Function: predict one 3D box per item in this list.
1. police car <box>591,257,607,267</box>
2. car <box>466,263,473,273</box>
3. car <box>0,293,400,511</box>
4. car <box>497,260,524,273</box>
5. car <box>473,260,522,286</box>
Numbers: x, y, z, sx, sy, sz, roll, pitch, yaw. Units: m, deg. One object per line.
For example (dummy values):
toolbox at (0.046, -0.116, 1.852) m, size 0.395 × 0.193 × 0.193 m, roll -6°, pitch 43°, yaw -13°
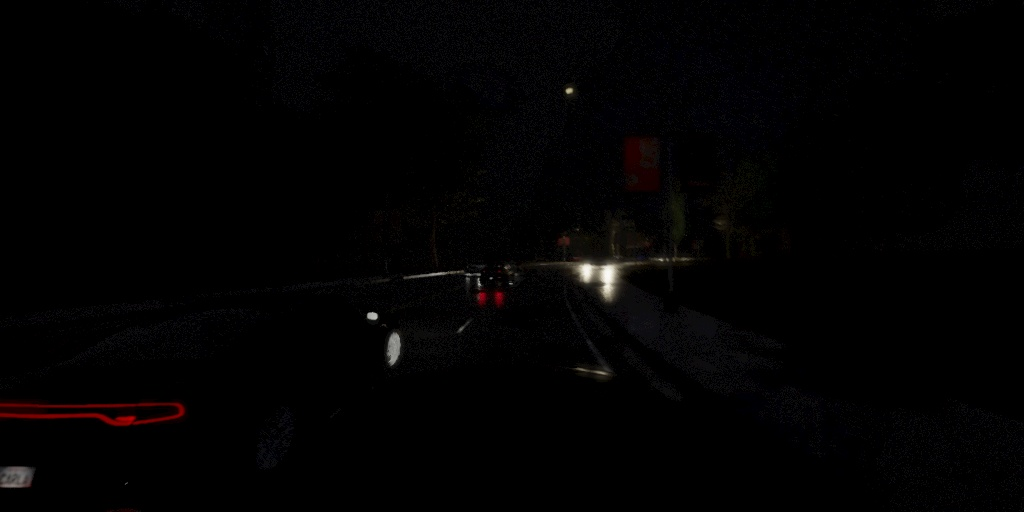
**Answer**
police car at (14.380, 0.975, 59.040) m, size 1.930 × 1.638 × 5.238 m, roll 0°, pitch 0°, yaw 26°
car at (-3.804, 1.252, 42.287) m, size 1.812 × 1.442 × 4.674 m, roll 0°, pitch 0°, yaw 17°
car at (-3.027, 1.214, 4.696) m, size 1.882 × 1.535 × 5.008 m, roll 0°, pitch 0°, yaw 1°
car at (-0.117, 1.220, 43.208) m, size 1.837 × 1.490 × 4.892 m, roll 0°, pitch 0°, yaw 18°
car at (-0.910, 1.227, 25.430) m, size 2.128 × 1.511 × 4.902 m, roll 0°, pitch 0°, yaw 10°
